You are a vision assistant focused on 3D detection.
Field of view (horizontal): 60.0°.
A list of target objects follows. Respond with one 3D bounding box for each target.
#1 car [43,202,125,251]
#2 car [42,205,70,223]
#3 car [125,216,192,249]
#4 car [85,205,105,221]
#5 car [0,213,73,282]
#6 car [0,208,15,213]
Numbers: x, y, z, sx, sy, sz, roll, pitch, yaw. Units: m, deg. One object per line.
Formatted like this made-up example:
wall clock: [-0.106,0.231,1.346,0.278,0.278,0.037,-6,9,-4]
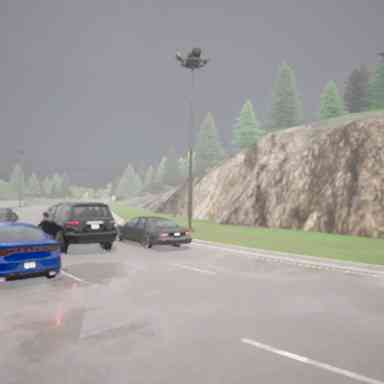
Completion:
car: [-5.325,1.489,15.109,2.150,2.045,5.566,2,-2,-36]
car: [-12.881,2.018,31.746,2.128,1.511,4.902,2,-1,-18]
car: [-2.161,1.917,16.550,2.033,1.411,5.357,2,-2,-37]
car: [-10.265,2.182,34.966,1.812,1.442,4.674,2,-1,-18]
car: [-5.543,1.618,9.876,1.882,1.535,5.008,2,-1,-41]
car: [-14.274,1.879,24.884,2.033,1.411,5.357,2,-1,-21]
